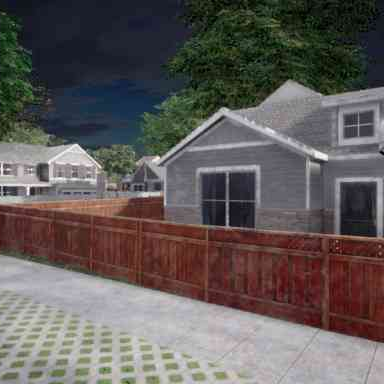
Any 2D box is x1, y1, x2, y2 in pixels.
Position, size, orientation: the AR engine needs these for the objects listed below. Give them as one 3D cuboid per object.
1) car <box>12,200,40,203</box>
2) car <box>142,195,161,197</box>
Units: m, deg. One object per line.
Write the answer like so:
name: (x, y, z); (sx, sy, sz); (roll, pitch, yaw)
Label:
car: (-11.433, 1.294, 22.297); (1.812, 1.442, 4.674); (0, 1, 35)
car: (-4.177, 1.034, 32.558); (2.128, 1.511, 4.902); (0, 1, 35)
